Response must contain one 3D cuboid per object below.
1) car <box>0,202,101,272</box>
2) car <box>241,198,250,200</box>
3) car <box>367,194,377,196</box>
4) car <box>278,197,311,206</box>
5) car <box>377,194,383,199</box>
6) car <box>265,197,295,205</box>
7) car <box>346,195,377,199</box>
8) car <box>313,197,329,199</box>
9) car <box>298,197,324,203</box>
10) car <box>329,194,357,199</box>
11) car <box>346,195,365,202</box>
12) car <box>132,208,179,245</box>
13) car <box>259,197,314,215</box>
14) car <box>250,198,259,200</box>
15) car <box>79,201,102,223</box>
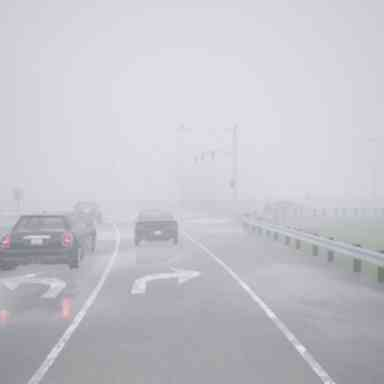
[{"bbox_3d":[-4.555,1.390,11.228,2.097,1.767,4.553,0,0,-8],"label":"car"},{"bbox_3d":[11.991,1.797,69.024,4.718,1.301,1.895,0,0,-17],"label":"car"},{"bbox_3d":[42.498,1.436,78.892,5.566,2.045,2.150,0,0,-36],"label":"car"},{"bbox_3d":[18.525,1.718,60.118,5.357,1.411,2.033,0,0,-17],"label":"car"},{"bbox_3d":[45.103,1.677,76.476,5.008,1.535,1.882,0,0,-36],"label":"car"},{"bbox_3d":[16.752,1.728,63.225,5.357,1.411,2.033,0,0,-17],"label":"car"},{"bbox_3d":[33.233,1.772,65.234,4.718,1.301,1.895,0,0,-24],"label":"car"},{"bbox_3d":[29.231,1.737,71.135,5.357,1.411,2.033,0,0,-20],"label":"car"},{"bbox_3d":[26.389,1.747,73.749,5.357,1.411,2.033,0,0,-20],"label":"car"},{"bbox_3d":[31.610,1.412,68.336,5.566,2.045,2.150,0,0,-24],"label":"car"},{"bbox_3d":[40.128,1.575,81.486,4.902,1.511,2.128,0,0,-36],"label":"car"},{"bbox_3d":[-1.828,1.528,16.055,1.882,1.535,5.008,0,0,-10],"label":"car"},{"bbox_3d":[9.939,1.604,35.157,4.792,1.488,2.163,0,0,-18],"label":"car"},{"bbox_3d":[14.661,1.717,66.216,4.674,1.442,1.812,0,0,-17],"label":"car"},{"bbox_3d":[-8.191,1.441,25.917,2.097,1.767,4.553,0,0,-17],"label":"car"}]
